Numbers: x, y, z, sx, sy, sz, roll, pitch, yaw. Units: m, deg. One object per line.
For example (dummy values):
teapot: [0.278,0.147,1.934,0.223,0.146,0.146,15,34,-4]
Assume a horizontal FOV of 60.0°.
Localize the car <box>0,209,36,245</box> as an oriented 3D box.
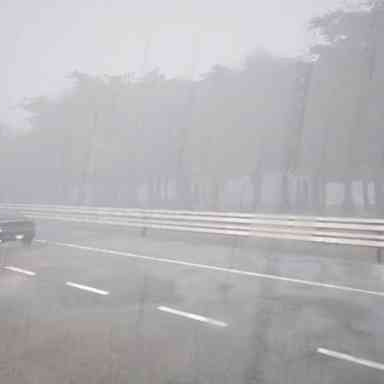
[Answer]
car: [-8.694,1.506,14.386,4.892,1.490,1.837,0,0,36]
